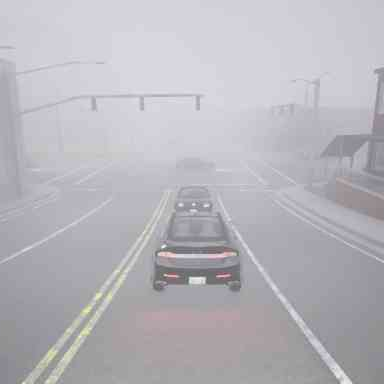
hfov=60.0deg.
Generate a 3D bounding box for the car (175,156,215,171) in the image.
[{"bbox_3d":[0.301,-2.996,34.612,4.181,1.385,1.994,0,12,0],"label":"car"}]

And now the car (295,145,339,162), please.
[{"bbox_3d":[15.812,-4.739,41.543,4.553,1.767,2.097,0,12,0],"label":"car"}]

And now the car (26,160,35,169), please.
[{"bbox_3d":[-18.779,-3.009,34.675,4.181,1.385,1.994,0,12,0],"label":"car"}]

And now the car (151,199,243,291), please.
[{"bbox_3d":[0.101,1.221,8.372,2.128,1.511,4.902,0,4,0],"label":"car"}]

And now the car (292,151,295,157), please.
[{"bbox_3d":[15.980,-5.491,44.961,4.553,1.767,2.097,0,12,0],"label":"car"}]

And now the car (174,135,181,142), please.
[{"bbox_3d":[-3.483,-10.621,69.213,1.994,1.385,4.181,0,12,0],"label":"car"}]

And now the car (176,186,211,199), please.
[{"bbox_3d":[0.089,0.327,18.077,1.895,1.301,4.718,0,8,0],"label":"car"}]

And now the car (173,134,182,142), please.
[{"bbox_3d":[-3.480,-12.838,79.043,1.837,1.490,4.892,0,12,0],"label":"car"}]

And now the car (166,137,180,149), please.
[{"bbox_3d":[-3.555,-8.508,59.390,1.837,1.490,4.892,0,12,0],"label":"car"}]

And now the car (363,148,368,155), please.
[{"bbox_3d":[26.307,-5.610,44.897,5.566,2.045,2.150,0,12,0],"label":"car"}]
